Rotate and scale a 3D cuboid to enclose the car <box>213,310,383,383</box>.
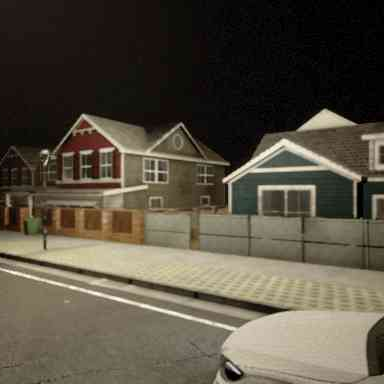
[{"bbox_3d":[2.363,1.518,2.307,4.674,1.442,1.812,-1,0,35],"label":"car"}]
